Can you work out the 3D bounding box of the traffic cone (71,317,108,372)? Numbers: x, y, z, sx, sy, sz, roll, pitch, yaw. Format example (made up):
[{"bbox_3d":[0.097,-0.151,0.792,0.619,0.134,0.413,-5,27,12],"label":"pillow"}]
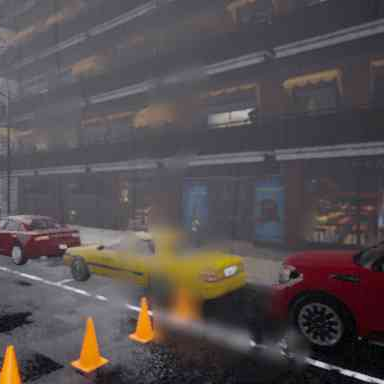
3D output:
[{"bbox_3d":[-1.327,1.924,4.312,0.340,0.580,0.340,1,0,36],"label":"traffic cone"}]

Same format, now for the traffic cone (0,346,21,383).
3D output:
[{"bbox_3d":[-1.911,1.921,3.500,0.340,0.580,0.340,1,0,36],"label":"traffic cone"}]

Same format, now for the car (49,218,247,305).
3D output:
[{"bbox_3d":[-1.132,1.481,7.839,4.829,1.417,1.752,1,0,36],"label":"car"}]

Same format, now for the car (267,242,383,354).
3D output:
[{"bbox_3d":[3.613,1.339,4.430,5.009,1.841,2.192,1,0,36],"label":"car"}]

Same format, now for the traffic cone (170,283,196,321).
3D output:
[{"bbox_3d":[-0.160,1.930,5.935,0.340,0.580,0.340,1,0,36],"label":"traffic cone"}]

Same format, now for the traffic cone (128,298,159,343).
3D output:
[{"bbox_3d":[-0.743,1.927,5.123,0.340,0.580,0.340,1,0,36],"label":"traffic cone"}]

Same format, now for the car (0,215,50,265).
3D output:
[{"bbox_3d":[-5.597,1.435,11.051,4.507,1.381,1.887,1,0,36],"label":"car"}]
